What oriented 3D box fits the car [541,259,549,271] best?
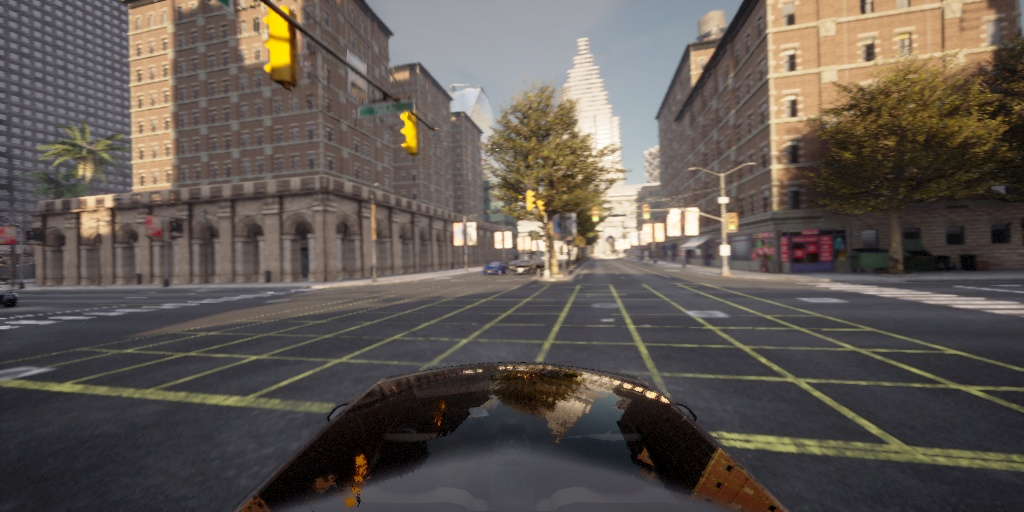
[{"bbox_3d":[3.645,1.363,48.963,1.895,1.301,4.718,-2,0,14],"label":"car"}]

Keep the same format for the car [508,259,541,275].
[{"bbox_3d":[1.446,1.295,39.895,2.128,1.511,4.902,-2,0,13],"label":"car"}]

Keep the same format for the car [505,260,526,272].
[{"bbox_3d":[0.549,1.362,51.002,1.837,1.490,4.892,-2,0,13],"label":"car"}]

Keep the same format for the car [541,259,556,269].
[{"bbox_3d":[5.964,1.245,58.745,1.812,1.442,4.674,-2,0,13],"label":"car"}]

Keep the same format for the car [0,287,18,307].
[{"bbox_3d":[-29.588,2.218,19.547,4.181,1.385,1.994,-2,0,12],"label":"car"}]

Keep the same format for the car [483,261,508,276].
[{"bbox_3d":[-1.862,1.380,41.097,1.882,1.535,5.008,-2,0,13],"label":"car"}]
